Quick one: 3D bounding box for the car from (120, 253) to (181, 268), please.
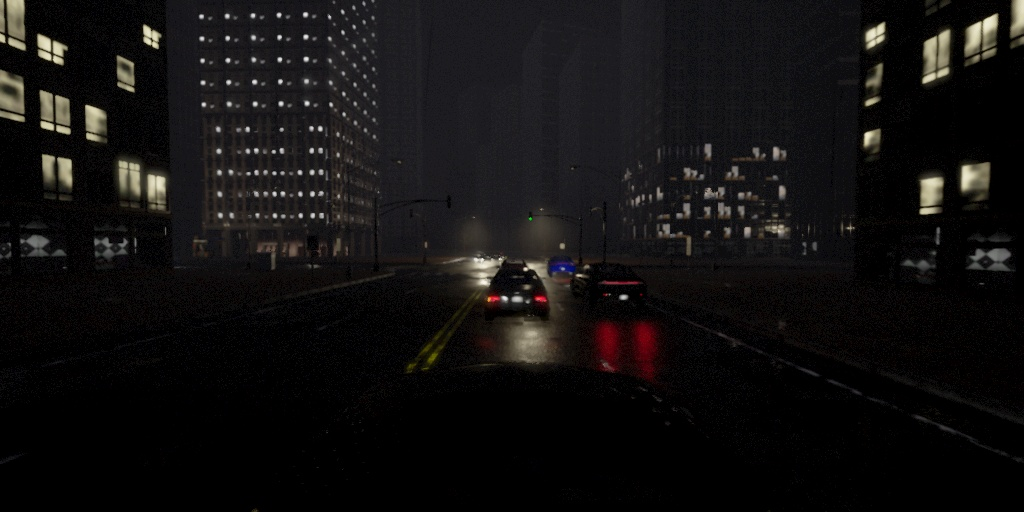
[{"bbox_3d":[-36.749,0.412,36.530,4.181,1.385,1.994,0,2,2],"label":"car"}]

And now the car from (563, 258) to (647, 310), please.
[{"bbox_3d":[3.405,0.997,13.347,2.128,1.511,4.902,0,1,0],"label":"car"}]

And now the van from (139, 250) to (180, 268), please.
[{"bbox_3d":[-33.789,0.281,33.863,3.998,1.789,1.690,0,0,2],"label":"van"}]

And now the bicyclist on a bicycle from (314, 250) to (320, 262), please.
[{"bbox_3d":[-24.508,-0.041,44.887,0.582,1.620,1.656,0,2,2],"label":"bicyclist on a bicycle"}]

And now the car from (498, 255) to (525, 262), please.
[{"bbox_3d":[0.092,0.841,25.737,1.895,1.301,4.718,0,1,-3],"label":"car"}]

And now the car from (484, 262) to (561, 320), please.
[{"bbox_3d":[0.146,1.091,11.552,2.033,1.411,5.357,0,1,0],"label":"car"}]

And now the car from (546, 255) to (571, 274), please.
[{"bbox_3d":[3.653,0.690,27.053,1.882,1.535,5.008,0,1,3],"label":"car"}]
